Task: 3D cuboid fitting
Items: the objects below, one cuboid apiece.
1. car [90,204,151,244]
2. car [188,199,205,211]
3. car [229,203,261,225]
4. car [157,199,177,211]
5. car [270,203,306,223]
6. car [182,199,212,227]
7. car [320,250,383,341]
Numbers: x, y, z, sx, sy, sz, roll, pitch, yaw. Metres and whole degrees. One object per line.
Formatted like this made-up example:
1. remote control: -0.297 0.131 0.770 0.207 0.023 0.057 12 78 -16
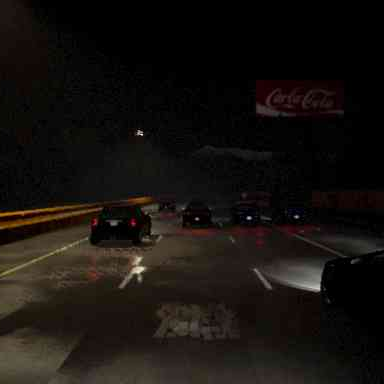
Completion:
1. car: -3.225 1.361 15.939 2.097 1.767 4.553 0 0 1
2. car: 0.554 1.595 42.559 2.033 1.411 5.357 0 0 1
3. car: 3.869 1.561 24.664 1.812 1.442 4.674 0 0 1
4. car: -2.966 1.562 40.441 1.812 1.442 4.674 0 0 1
5. car: 7.378 1.570 25.650 1.812 1.442 4.674 0 0 1
6. car: 0.349 1.503 22.974 1.882 1.535 5.008 0 0 1
7. car: 3.678 1.579 5.317 1.994 1.385 4.181 0 0 0
